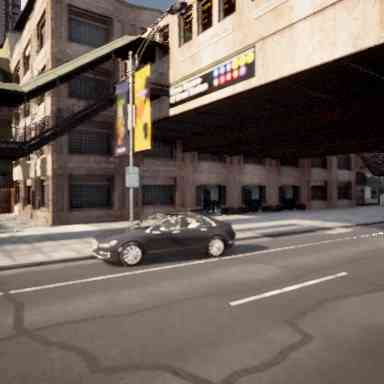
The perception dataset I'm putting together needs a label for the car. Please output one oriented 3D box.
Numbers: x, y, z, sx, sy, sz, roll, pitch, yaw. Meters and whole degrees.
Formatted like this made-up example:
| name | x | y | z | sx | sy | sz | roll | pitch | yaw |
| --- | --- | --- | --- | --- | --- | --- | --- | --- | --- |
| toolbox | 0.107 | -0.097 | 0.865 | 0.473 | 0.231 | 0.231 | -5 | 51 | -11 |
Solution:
| name | x | y | z | sx | sy | sz | roll | pitch | yaw |
| --- | --- | --- | --- | --- | --- | --- | --- | --- | --- |
| car | -0.820 | 1.444 | 11.275 | 4.892 | 1.521 | 2.231 | 0 | 0 | -26 |
